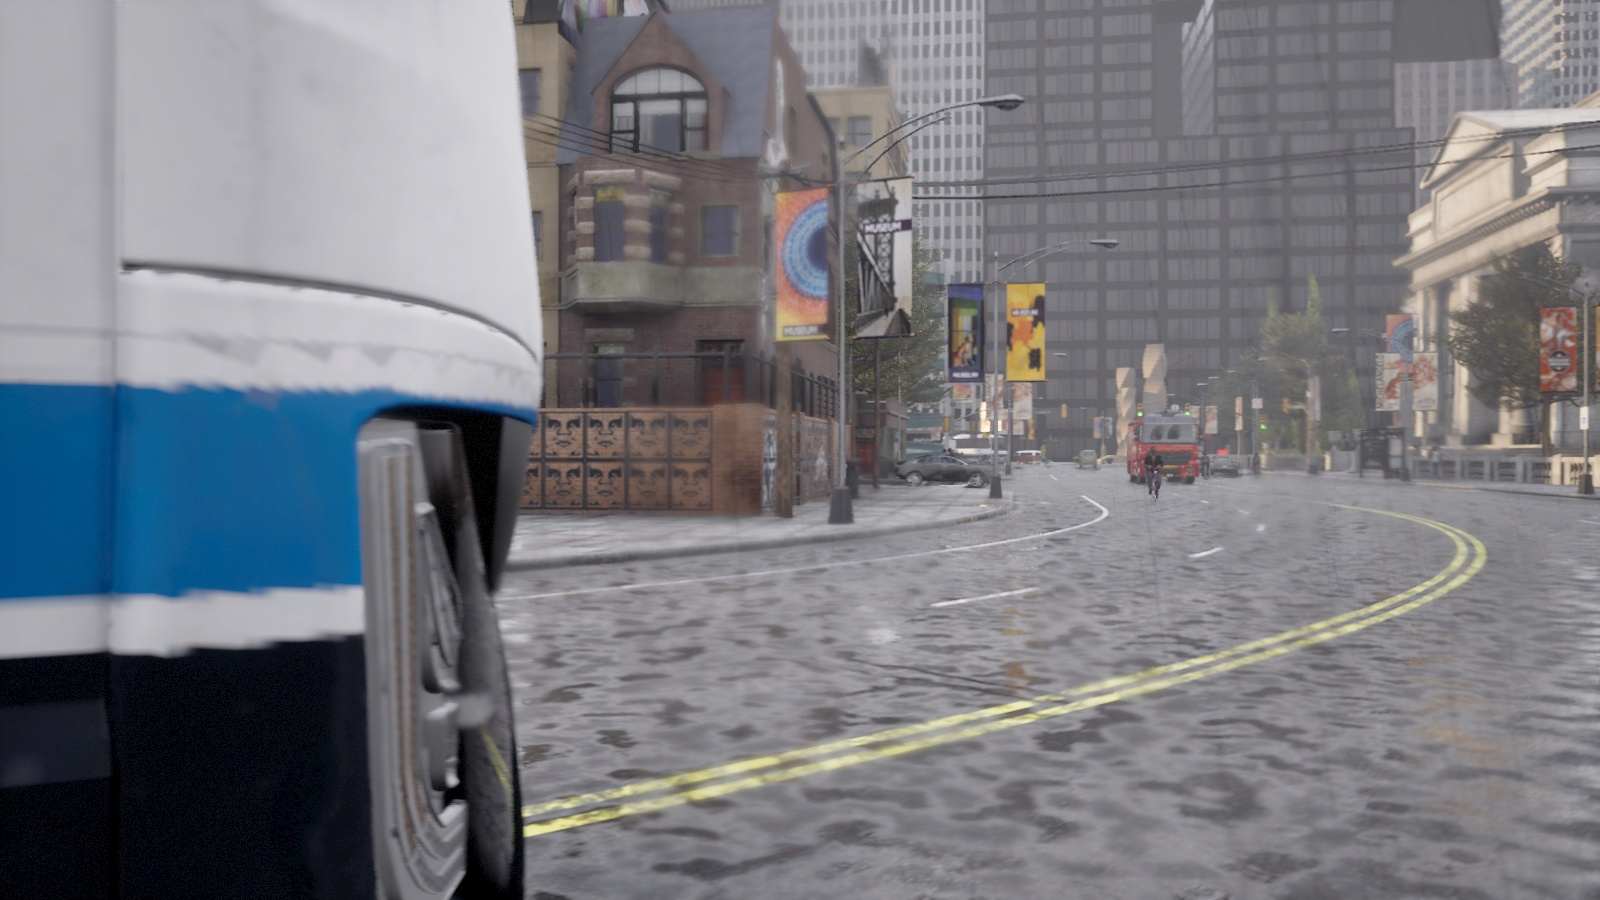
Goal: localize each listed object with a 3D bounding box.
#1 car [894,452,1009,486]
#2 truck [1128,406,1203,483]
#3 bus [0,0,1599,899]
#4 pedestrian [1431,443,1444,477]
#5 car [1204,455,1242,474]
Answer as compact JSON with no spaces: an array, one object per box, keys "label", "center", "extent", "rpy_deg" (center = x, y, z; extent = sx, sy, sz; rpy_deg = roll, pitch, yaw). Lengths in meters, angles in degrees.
[{"label":"car","center":[6.936,0.869,57.455],"extent":[4.902,1.511,2.128],"rpy_deg":[0,0,18]},{"label":"truck","center":[19.323,-0.254,66.868],"extent":[2.891,3.827,8.468],"rpy_deg":[0,0,10]},{"label":"bus","center":[-4.748,-0.617,0.353],"extent":[10.273,4.253,3.944],"rpy_deg":[0,0,-28]},{"label":"pedestrian","center":[34.926,0.532,68.750],"extent":[0.354,1.836,0.706],"rpy_deg":[0,0,1]},{"label":"car","center":[30.622,1.022,91.045],"extent":[1.994,1.385,4.181],"rpy_deg":[0,0,10]}]
